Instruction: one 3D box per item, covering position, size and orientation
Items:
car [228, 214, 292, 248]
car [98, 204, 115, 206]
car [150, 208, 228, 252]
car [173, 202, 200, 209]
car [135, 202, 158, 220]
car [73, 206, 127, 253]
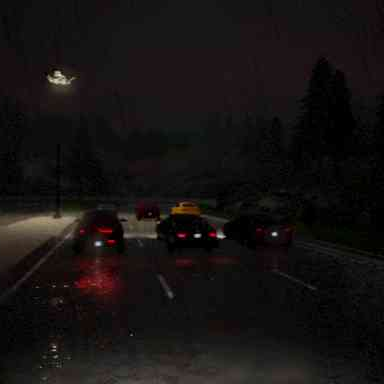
[{"bbox_3d":[2.944,1.720,15.697,1.994,1.385,4.181,1,0,-13],"label":"car"},{"bbox_3d":[-7.325,1.713,28.438,1.895,1.301,4.718,1,0,-13],"label":"car"},{"bbox_3d":[-0.383,1.650,14.561,2.033,1.411,5.357,1,0,-14],"label":"car"},{"bbox_3d":[-0.599,1.695,30.438,1.882,1.535,5.008,1,0,-13],"label":"car"},{"bbox_3d":[-4.000,1.643,29.612,1.882,1.535,5.008,1,0,-13],"label":"car"},{"bbox_3d":[-3.859,1.561,14.059,1.837,1.490,4.892,1,0,-13],"label":"car"}]
